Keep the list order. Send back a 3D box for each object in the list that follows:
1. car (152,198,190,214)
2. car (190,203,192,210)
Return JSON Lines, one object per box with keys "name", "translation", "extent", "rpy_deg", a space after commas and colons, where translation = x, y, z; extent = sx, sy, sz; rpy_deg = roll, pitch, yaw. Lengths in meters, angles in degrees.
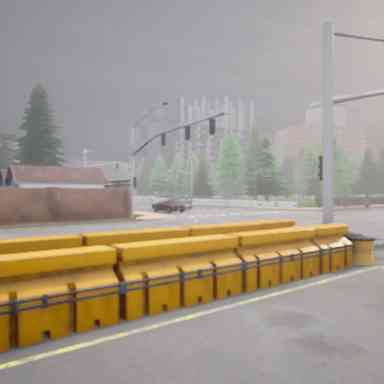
{"name": "car", "translation": [-2.574, 1.615, 36.565], "extent": [1.895, 1.301, 4.718], "rpy_deg": [0, 0, -33]}
{"name": "car", "translation": [-1.822, 1.508, 41.806], "extent": [2.128, 1.511, 4.902], "rpy_deg": [0, 0, -33]}
